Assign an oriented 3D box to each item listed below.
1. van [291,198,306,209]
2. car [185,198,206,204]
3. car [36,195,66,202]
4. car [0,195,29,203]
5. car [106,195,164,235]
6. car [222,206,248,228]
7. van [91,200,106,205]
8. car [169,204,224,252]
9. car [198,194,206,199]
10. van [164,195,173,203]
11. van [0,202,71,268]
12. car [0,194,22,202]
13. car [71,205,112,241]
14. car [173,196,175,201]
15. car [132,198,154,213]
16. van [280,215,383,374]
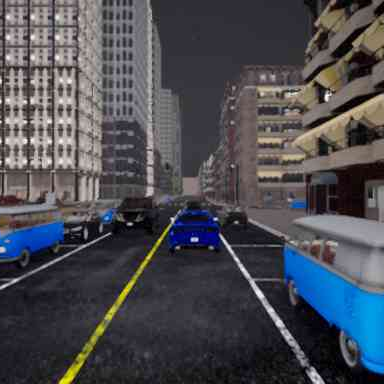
[{"bbox_3d":[16.918,1.815,49.999,3.998,1.788,1.690,1,-1,0],"label":"van"},{"bbox_3d":[0.090,1.573,32.165,1.837,1.490,4.892,0,0,0],"label":"car"},{"bbox_3d":[-21.143,1.179,50.040,4.097,1.590,1.967,1,-1,0],"label":"car"},{"bbox_3d":[-26.720,1.214,50.023,4.206,1.307,1.802,1,-1,0],"label":"car"},{"bbox_3d":[-3.105,1.261,19.410,2.150,2.045,5.566,0,0,0],"label":"car"},{"bbox_3d":[2.685,1.597,22.316,2.008,1.369,4.403,0,0,0],"label":"car"},{"bbox_3d":[-5.696,1.387,22.315,1.690,1.788,3.998,0,0,0],"label":"van"},{"bbox_3d":[0.091,1.506,13.992,1.882,1.535,5.008,0,0,0],"label":"car"},{"bbox_3d":[2.667,1.532,88.392,2.192,1.841,5.009,0,0,0],"label":"car"},{"bbox_3d":[-5.709,1.510,71.735,1.690,1.788,3.998,0,0,0],"label":"van"},{"bbox_3d":[-5.693,1.363,11.018,1.690,1.788,3.998,0,0,0],"label":"van"},{"bbox_3d":[-32.377,1.112,58.389,4.206,1.307,1.802,1,-1,0],"label":"car"},{"bbox_3d":[-5.694,1.585,16.666,2.008,1.369,4.403,0,0,0],"label":"car"},{"bbox_3d":[-5.714,1.758,93.768,1.752,1.417,4.829,0,0,0],"label":"car"},{"bbox_3d":[-5.701,1.525,39.261,1.967,1.590,4.097,0,0,0],"label":"car"},{"bbox_3d":[2.689,1.352,5.371,1.690,1.788,3.998,0,0,0],"label":"van"}]
